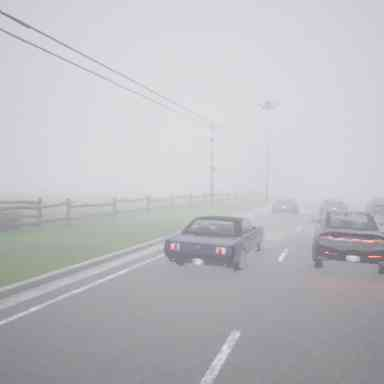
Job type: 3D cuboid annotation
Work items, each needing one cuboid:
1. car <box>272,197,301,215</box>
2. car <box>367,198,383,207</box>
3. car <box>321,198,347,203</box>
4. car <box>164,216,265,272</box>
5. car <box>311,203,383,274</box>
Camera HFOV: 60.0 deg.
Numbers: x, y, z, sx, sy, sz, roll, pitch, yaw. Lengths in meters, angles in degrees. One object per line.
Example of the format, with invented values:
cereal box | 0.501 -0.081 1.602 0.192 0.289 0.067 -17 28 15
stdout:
car | 7.834 1.089 27.338 1.994 1.385 4.181 1 1 22
car | 14.640 1.161 25.502 1.882 1.535 5.008 1 1 22
car | 11.067 1.175 25.994 1.994 1.385 4.181 1 1 22
car | 0.987 1.383 10.210 1.895 1.301 4.718 1 1 22
car | 4.763 1.340 10.223 2.128 1.511 4.902 1 1 22
